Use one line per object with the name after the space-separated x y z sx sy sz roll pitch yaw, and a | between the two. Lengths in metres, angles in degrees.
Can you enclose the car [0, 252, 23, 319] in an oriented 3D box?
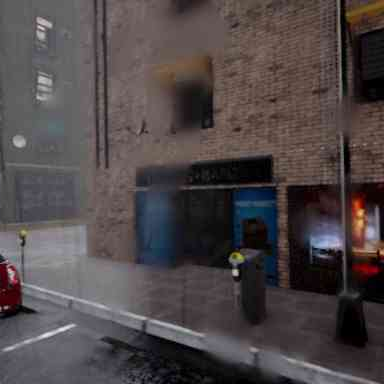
-5.080 1.525 6.354 4.097 1.590 1.967 -1 -1 35 | car
